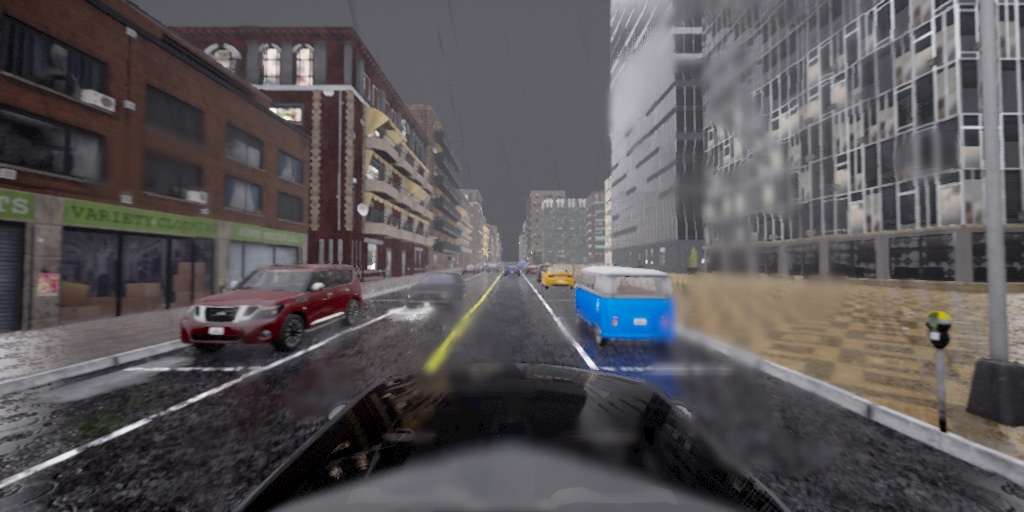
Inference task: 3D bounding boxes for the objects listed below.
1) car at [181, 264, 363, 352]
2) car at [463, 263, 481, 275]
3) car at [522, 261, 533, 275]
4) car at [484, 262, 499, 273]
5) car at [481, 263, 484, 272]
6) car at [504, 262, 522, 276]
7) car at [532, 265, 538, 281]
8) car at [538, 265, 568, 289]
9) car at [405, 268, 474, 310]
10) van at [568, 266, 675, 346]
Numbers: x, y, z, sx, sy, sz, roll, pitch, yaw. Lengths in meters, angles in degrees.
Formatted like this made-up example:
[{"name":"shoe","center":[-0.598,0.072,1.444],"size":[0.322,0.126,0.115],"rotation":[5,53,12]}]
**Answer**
[{"name":"car","center":[-5.688,1.149,9.398],"size":[2.192,1.841,5.009],"rotation":[0,0,0]},{"name":"car","center":[-5.682,1.810,48.384],"size":[1.888,1.381,4.507],"rotation":[0,0,0]},{"name":"car","center":[2.698,1.809,48.381],"size":[1.888,1.381,4.507],"rotation":[0,0,0]},{"name":"car","center":[-3.054,1.881,56.620],"size":[1.812,1.442,4.674],"rotation":[0,-1,0]},{"name":"car","center":[-5.681,1.892,53.953],"size":[1.948,1.339,4.313],"rotation":[0,0,0]},{"name":"car","center":[0.047,1.753,44.795],"size":[1.812,1.442,4.674],"rotation":[0,-1,1]},{"name":"car","center":[3.150,1.592,32.460],"size":[1.837,1.490,4.892],"rotation":[0,-1,0]},{"name":"car","center":[3.143,1.488,25.460],"size":[1.882,1.535,5.008],"rotation":[0,-1,0]},{"name":"car","center":[-3.097,1.452,15.882],"size":[2.033,1.411,5.357],"rotation":[0,-1,0]},{"name":"van","center":[2.693,1.174,9.396],"size":[1.690,1.789,3.998],"rotation":[0,0,0]}]
